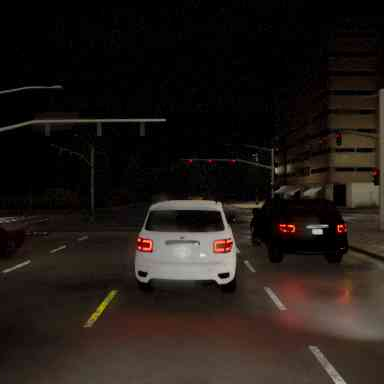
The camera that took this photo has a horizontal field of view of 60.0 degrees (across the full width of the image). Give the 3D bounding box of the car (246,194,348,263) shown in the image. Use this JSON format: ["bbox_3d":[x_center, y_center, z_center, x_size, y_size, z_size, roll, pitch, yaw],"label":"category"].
[{"bbox_3d":[3.576,1.221,12.116,2.150,2.045,5.566,0,0,0],"label":"car"}]

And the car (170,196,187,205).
[{"bbox_3d":[-2.436,1.505,60.782,1.837,1.490,4.892,0,0,13],"label":"car"}]

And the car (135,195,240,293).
[{"bbox_3d":[0.015,1.221,9.090,2.150,2.045,5.566,0,0,4],"label":"car"}]

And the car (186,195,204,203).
[{"bbox_3d":[0.651,1.478,70.309,1.882,1.535,5.008,0,0,23],"label":"car"}]

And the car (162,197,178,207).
[{"bbox_3d":[-3.371,1.505,51.545,1.837,1.490,4.892,0,0,3],"label":"car"}]

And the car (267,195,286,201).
[{"bbox_3d":[21.827,1.524,86.198,4.674,1.442,1.812,0,0,-22],"label":"car"}]

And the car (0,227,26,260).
[{"bbox_3d":[-6.977,1.601,9.760,1.895,1.301,4.718,0,0,2],"label":"car"}]

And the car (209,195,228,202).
[{"bbox_3d":[6.367,1.525,78.940,2.128,1.511,4.902,0,0,38],"label":"car"}]

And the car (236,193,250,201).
[{"bbox_3d":[13.060,1.225,80.679,5.566,2.045,2.150,0,0,-41],"label":"car"}]

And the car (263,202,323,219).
[{"bbox_3d":[8.801,1.625,29.372,4.718,1.301,1.895,1,0,0],"label":"car"}]

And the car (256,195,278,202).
[{"bbox_3d":[18.189,1.540,80.172,5.357,1.411,2.033,0,0,-34],"label":"car"}]
